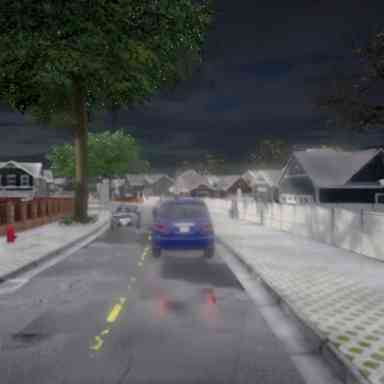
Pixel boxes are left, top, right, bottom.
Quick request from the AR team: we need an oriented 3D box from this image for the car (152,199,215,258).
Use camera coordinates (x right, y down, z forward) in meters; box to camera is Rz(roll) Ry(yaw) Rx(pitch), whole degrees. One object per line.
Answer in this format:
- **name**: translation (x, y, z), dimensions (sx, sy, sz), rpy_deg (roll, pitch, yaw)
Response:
- **car**: translation (-0.421, 1.289, 13.206), dimensions (2.150, 2.045, 5.566), rpy_deg (0, 0, -4)

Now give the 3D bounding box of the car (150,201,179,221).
- **car**: translation (-2.613, 1.658, 30.497), dimensions (2.128, 1.511, 4.902), rpy_deg (0, 0, -10)

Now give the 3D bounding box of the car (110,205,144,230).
- **car**: translation (-4.269, 1.614, 22.055), dimensions (2.128, 1.511, 4.902), rpy_deg (0, 0, -7)
